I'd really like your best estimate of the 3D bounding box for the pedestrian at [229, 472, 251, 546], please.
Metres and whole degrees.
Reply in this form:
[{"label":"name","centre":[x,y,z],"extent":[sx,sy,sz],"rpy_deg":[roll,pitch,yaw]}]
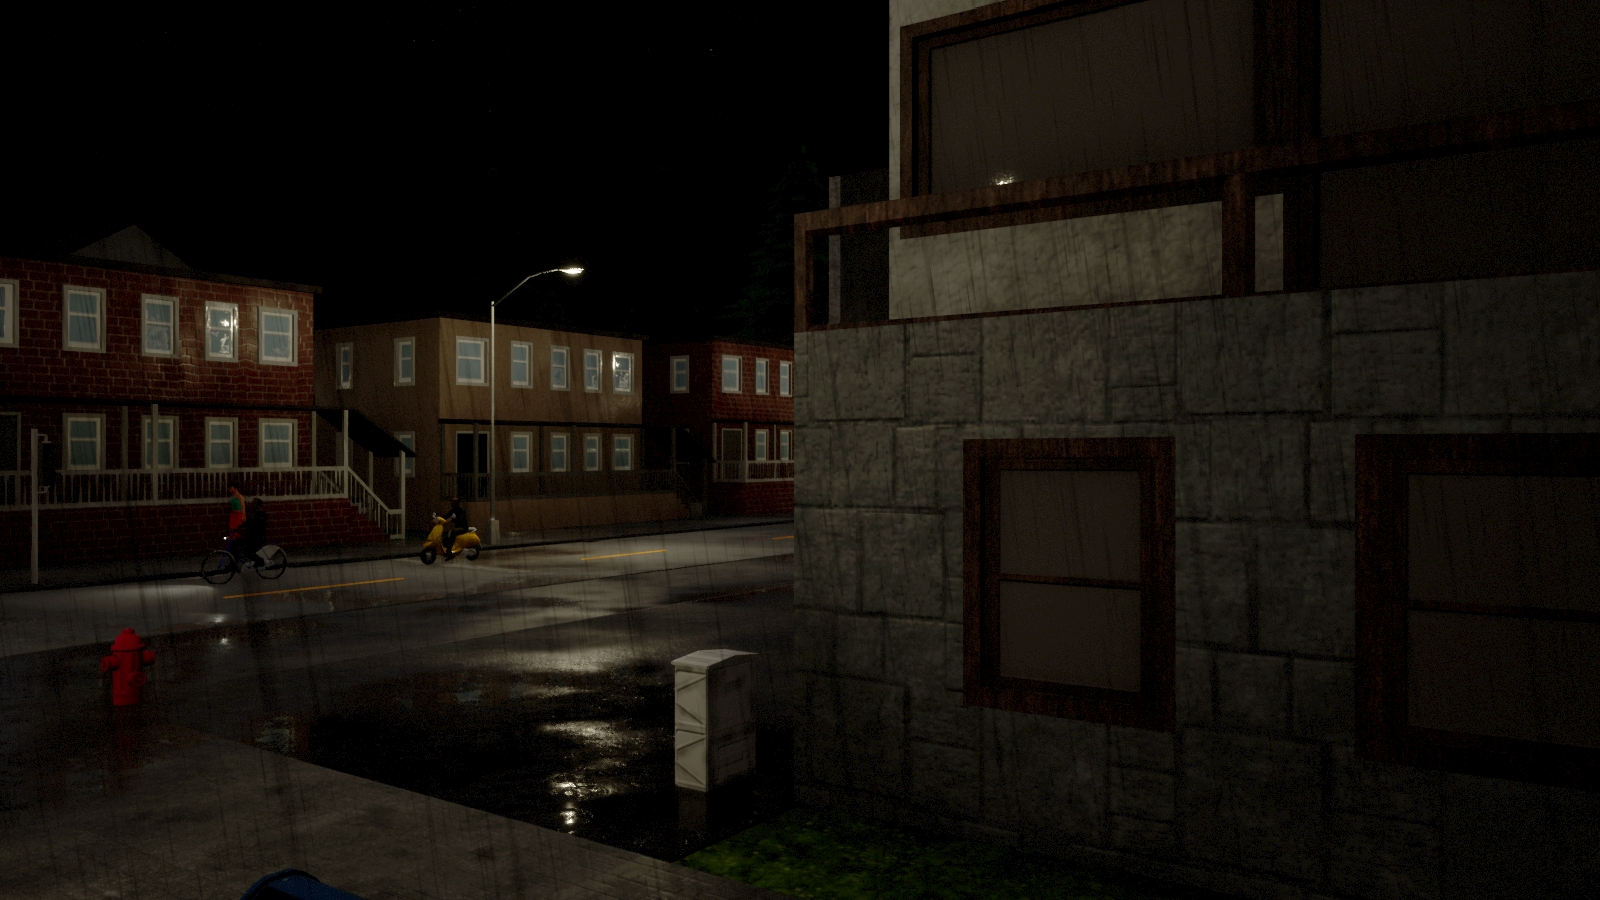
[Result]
[{"label":"pedestrian","centre":[-14.381,1.504,29.360],"extent":[0.375,1.860,0.375],"rpy_deg":[0,0,36]}]
